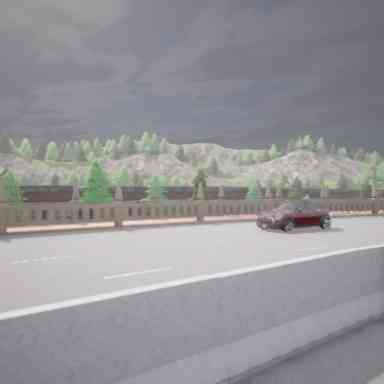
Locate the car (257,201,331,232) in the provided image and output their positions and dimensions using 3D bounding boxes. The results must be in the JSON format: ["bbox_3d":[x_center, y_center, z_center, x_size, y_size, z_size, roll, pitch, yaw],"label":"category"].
[{"bbox_3d":[6.082,1.353,19.897,4.553,1.767,2.097,0,0,-28],"label":"car"}]
